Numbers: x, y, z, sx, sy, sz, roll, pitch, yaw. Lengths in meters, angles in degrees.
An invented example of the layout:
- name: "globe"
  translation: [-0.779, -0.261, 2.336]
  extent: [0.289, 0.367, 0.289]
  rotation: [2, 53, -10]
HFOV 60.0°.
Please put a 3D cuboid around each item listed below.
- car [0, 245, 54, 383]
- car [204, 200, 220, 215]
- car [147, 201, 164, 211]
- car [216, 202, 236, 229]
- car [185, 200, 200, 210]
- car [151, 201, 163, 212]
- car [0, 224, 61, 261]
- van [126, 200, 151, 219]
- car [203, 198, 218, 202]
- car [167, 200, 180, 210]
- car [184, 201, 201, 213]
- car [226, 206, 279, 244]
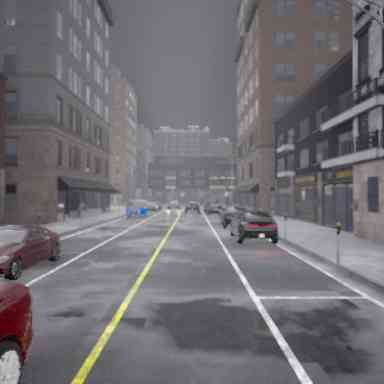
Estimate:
- name: "car"
  translation: [-2.851, 1.497, 1.997]
  extent: [1.882, 1.535, 5.008]
  rotation: [0, -1, 0]
- name: "car"
  translation: [2.628, 1.922, 38.410]
  extent: [1.947, 1.339, 4.313]
  rotation: [0, -1, 0]
- name: "car"
  translation: [-5.400, 2.027, 49.732]
  extent: [1.947, 1.339, 4.313]
  rotation: [0, -1, 0]
- name: "car"
  translation: [3.009, 1.698, 23.799]
  extent: [1.882, 1.535, 5.008]
  rotation: [0, -1, 0]
- name: "car"
  translation: [0.141, 2.050, 52.343]
  extent: [1.994, 1.385, 4.181]
  rotation: [0, -1, 5]
- name: "car"
  translation: [-5.399, 1.960, 44.070]
  extent: [2.008, 1.369, 4.403]
  rotation: [0, -1, 0]
- name: "car"
  translation: [-5.389, 1.676, 10.100]
  extent: [1.802, 1.307, 4.206]
  rotation: [0, -1, 0]
- name: "van"
  translation: [-5.396, 1.645, 32.749]
  extent: [1.690, 1.788, 3.998]
  rotation: [0, -1, 0]
- name: "car"
  translation: [2.626, 1.724, 44.074]
  extent: [2.192, 1.841, 5.009]
  rotation: [0, -1, 0]
- name: "car"
  translation: [-2.781, 2.005, 51.635]
  extent: [1.812, 1.442, 4.674]
  rotation: [0, -1, 0]
- name: "car"
  translation: [0.058, 1.895, 42.242]
  extent: [1.837, 1.490, 4.892]
  rotation: [0, -1, 0]
- name: "car"
  translation: [3.017, 1.660, 16.799]
  extent: [1.837, 1.490, 4.892]
  rotation: [0, -1, 0]
